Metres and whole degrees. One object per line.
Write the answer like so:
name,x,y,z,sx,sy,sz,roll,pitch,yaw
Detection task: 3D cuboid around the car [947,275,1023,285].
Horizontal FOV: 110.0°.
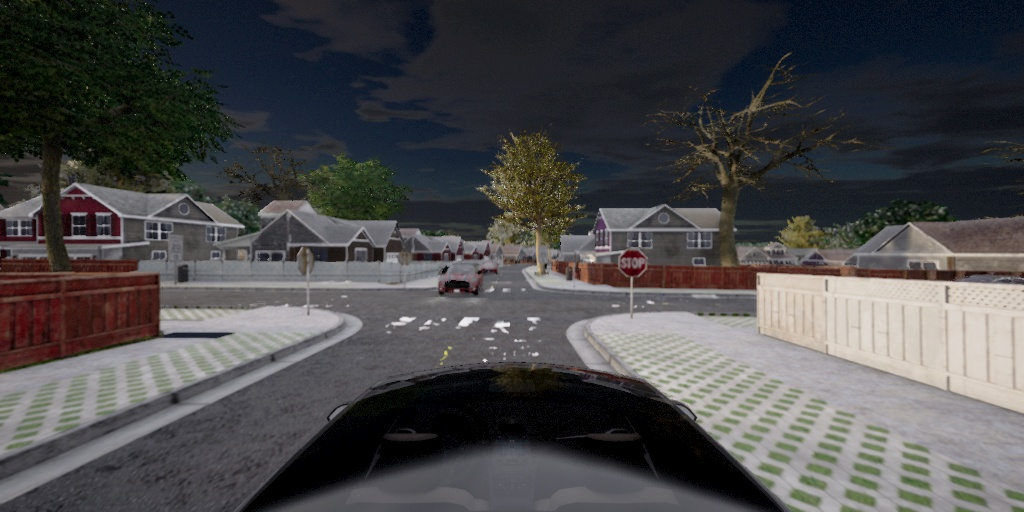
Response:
car,23.487,1.716,17.758,4.902,1.511,2.128,1,1,1

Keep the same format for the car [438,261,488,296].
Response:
car,-2.741,1.183,20.082,2.097,1.767,4.553,1,-1,0

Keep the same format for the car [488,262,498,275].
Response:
car,-2.723,1.505,44.425,1.882,1.535,5.008,0,0,0
